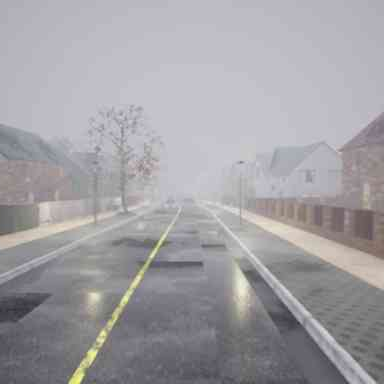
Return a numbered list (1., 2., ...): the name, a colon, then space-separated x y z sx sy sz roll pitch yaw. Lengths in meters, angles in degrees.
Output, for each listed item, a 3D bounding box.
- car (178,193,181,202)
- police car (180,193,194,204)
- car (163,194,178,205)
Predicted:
1. car: -1.714 1.606 76.244 1.812 1.442 4.674 0 0 -7
2. police car: -0.707 1.438 66.341 1.930 1.638 5.238 0 0 -5
3. car: -3.884 1.505 60.797 1.837 1.490 4.892 0 0 -4
